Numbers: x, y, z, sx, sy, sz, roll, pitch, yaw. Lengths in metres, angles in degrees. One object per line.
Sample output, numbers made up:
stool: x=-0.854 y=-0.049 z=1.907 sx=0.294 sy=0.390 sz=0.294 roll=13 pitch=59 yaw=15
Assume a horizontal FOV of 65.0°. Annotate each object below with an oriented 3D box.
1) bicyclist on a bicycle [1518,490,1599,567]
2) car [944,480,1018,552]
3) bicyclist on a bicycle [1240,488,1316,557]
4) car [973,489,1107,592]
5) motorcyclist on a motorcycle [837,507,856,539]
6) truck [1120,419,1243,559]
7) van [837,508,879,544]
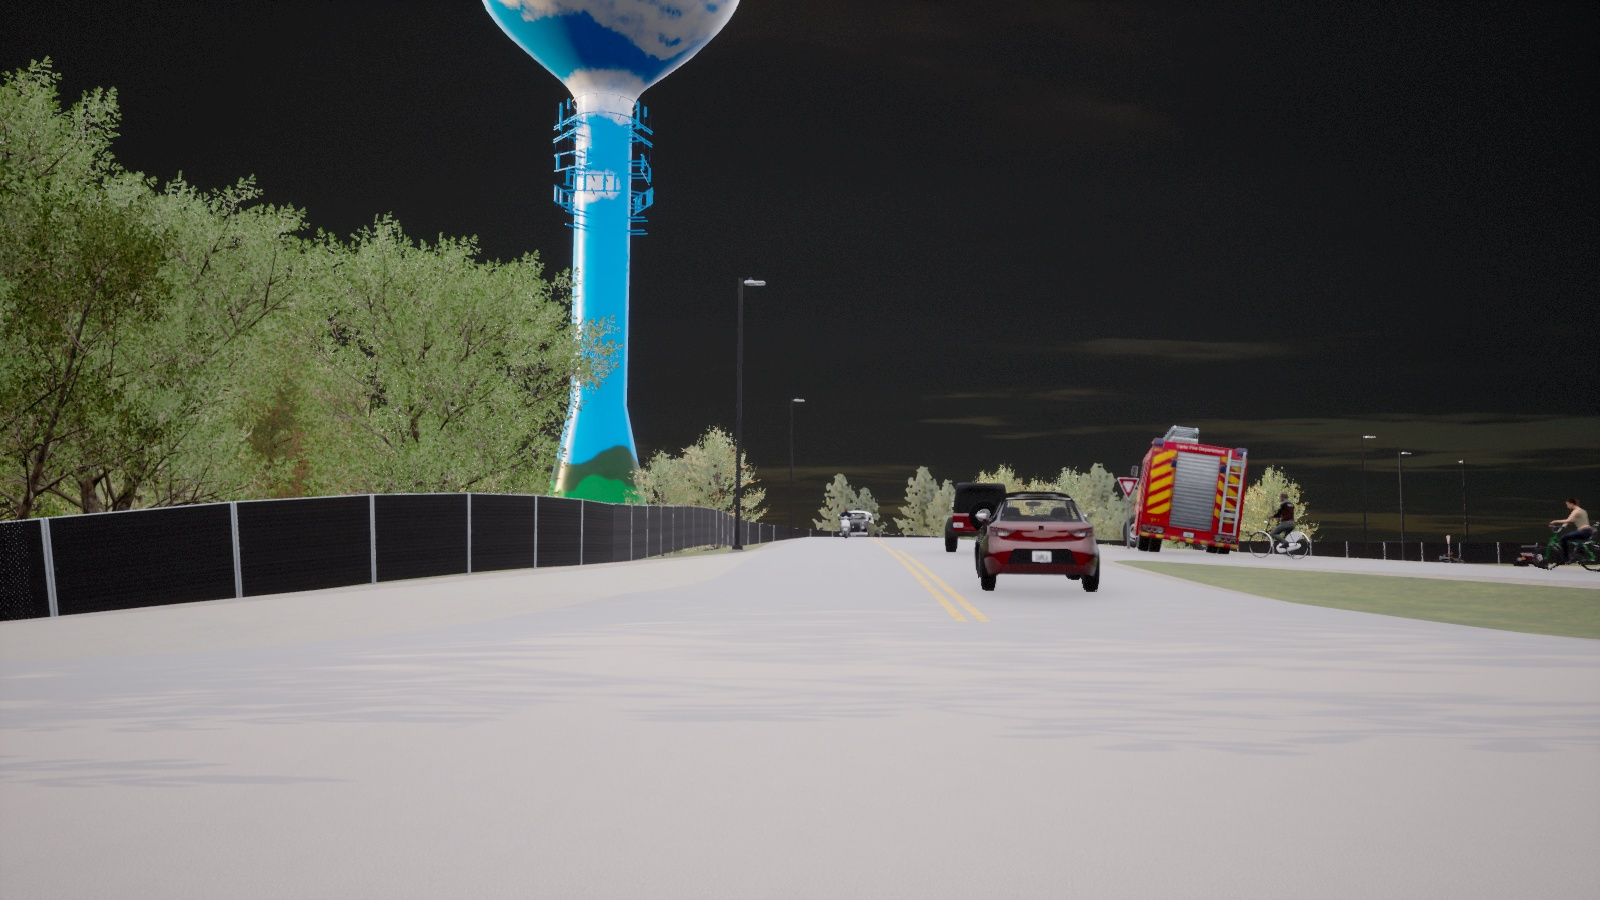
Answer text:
bicyclist on a bicycle: x=16.732 y=1.709 z=27.462 sx=0.866 sy=1.612 sz=1.509 roll=2 pitch=-4 yaw=-33
car: x=5.016 y=1.839 z=34.891 sx=1.905 sy=1.878 sz=3.866 roll=0 pitch=-3 yaw=8
bicyclist on a bicycle: x=12.746 y=1.927 z=33.521 sx=0.659 sy=1.776 sz=1.843 roll=3 pitch=-4 yaw=-33
car: x=3.744 y=1.386 z=20.198 sx=1.816 sy=1.474 sz=4.193 roll=0 pitch=-2 yaw=7
motorcyclist on a motorcycle: x=2.349 y=3.670 z=63.481 sx=0.866 sy=1.590 sz=1.817 roll=0 pitch=-3 yaw=4
truck: x=12.423 y=1.395 z=41.578 sx=2.891 sy=3.827 sz=8.468 roll=7 pitch=-2 yaw=13
van: x=3.687 y=4.833 z=79.407 sx=2.069 sy=2.038 sz=4.480 roll=-1 pitch=-6 yaw=10
